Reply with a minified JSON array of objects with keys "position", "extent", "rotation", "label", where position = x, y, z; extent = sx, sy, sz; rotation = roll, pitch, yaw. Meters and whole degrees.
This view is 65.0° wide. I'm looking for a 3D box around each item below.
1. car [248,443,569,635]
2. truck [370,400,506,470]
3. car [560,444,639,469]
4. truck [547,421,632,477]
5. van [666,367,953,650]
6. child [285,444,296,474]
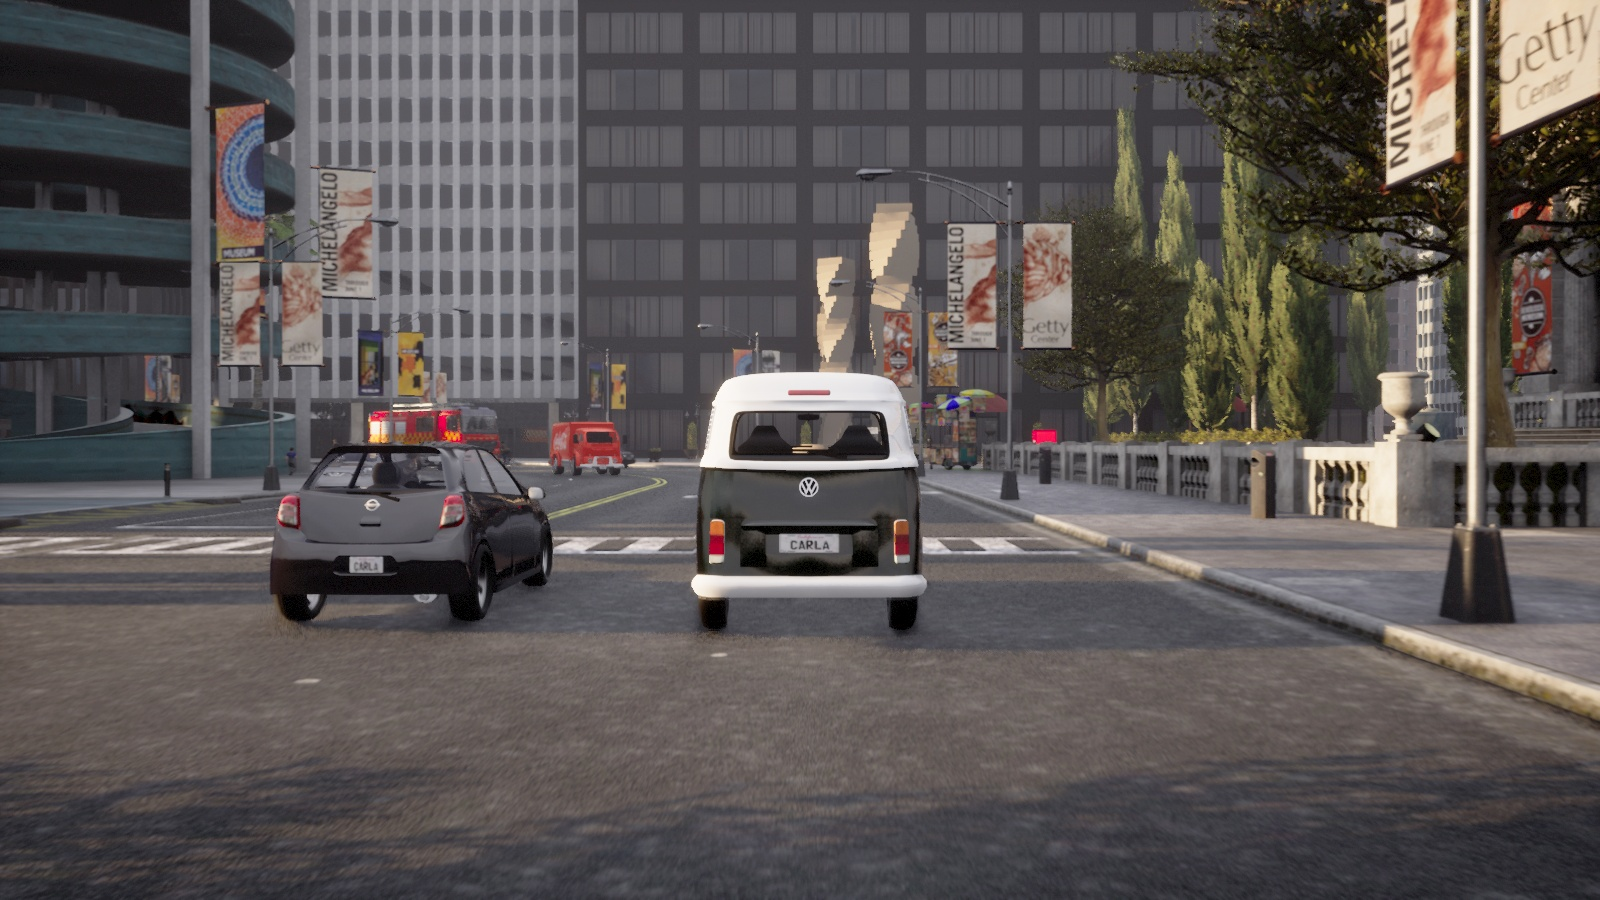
[{"position":[-3.419,0.692,11.707],"extent":[1.845,1.501,3.633],"rotation":[0,0,0],"label":"car"},{"position":[-21.093,-0.847,73.027],"extent":[8.468,3.827,2.891],"rotation":[0,0,35],"label":"truck"},{"position":[-11.852,0.367,74.012],"extent":[2.033,1.411,5.357],"rotation":[0,0,-42],"label":"car"},{"position":[-9.847,-0.077,58.256],"extent":[2.627,2.467,5.204],"rotation":[0,0,-25],"label":"truck"},{"position":[0.079,0.406,11.288],"extent":[2.069,2.038,4.480],"rotation":[0,0,0],"label":"van"},{"position":[-21.078,0.373,51.960],"extent":[0.270,1.263,0.437],"rotation":[0,0,-4],"label":"child"}]
